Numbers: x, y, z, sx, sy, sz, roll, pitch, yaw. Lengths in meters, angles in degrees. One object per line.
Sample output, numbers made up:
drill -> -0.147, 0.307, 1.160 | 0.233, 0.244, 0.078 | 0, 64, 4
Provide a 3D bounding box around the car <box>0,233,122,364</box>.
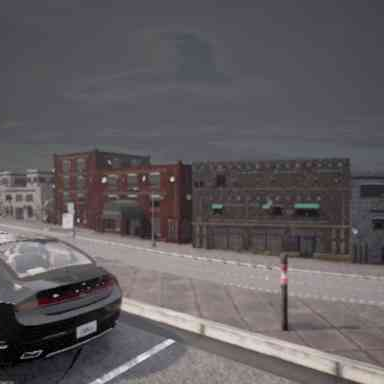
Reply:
car -> -3.296, 1.451, 5.603 | 4.892, 1.521, 2.231 | 0, 0, 36
